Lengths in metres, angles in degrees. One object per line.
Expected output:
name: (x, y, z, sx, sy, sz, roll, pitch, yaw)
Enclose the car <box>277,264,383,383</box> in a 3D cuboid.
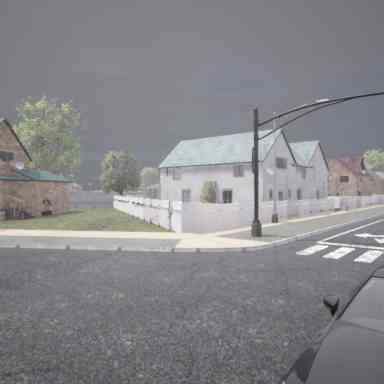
car: (2.542, 1.524, 3.432, 1.812, 1.442, 4.674, 0, 0, 42)
